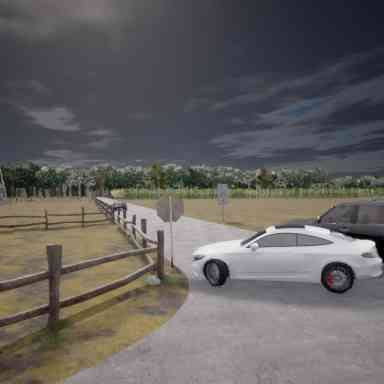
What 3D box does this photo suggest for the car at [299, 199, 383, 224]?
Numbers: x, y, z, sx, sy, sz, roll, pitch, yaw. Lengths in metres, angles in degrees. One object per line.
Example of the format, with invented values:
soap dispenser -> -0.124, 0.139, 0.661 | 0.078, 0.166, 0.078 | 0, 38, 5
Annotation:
car -> 5.103, 1.224, 9.799 | 2.150, 2.045, 5.566 | -2, 0, -40

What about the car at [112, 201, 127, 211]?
car -> -10.795, 1.979, 49.473 | 2.033, 1.411, 5.357 | -2, 0, -18

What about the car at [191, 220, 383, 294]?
car -> 2.299, 1.612, 8.707 | 4.674, 1.442, 1.812 | -2, 0, 16
